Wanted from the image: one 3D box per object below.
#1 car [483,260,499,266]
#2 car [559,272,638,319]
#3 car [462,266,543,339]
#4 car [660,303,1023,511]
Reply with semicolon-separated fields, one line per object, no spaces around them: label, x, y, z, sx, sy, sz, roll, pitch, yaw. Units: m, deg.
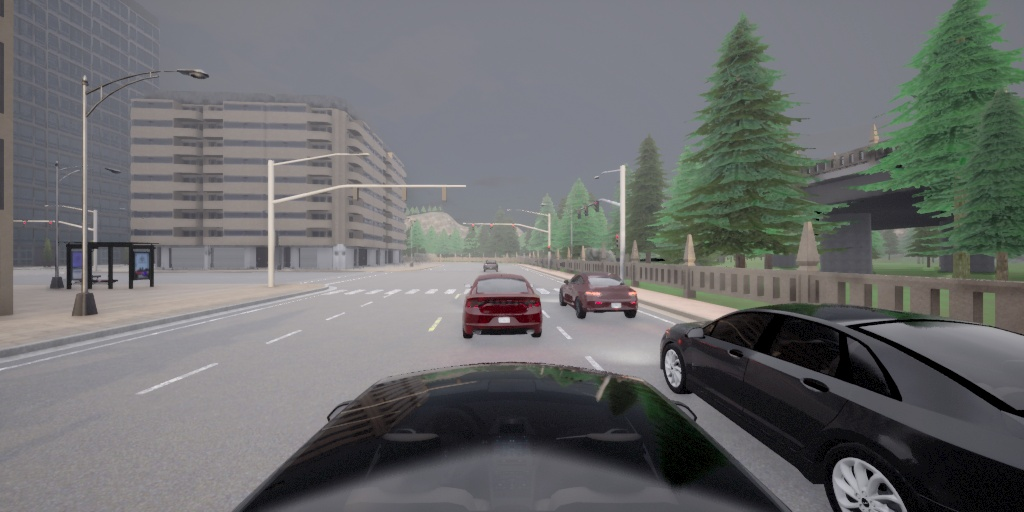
car;-2.713;1.242;45.916;2.128;1.511;4.902;0;0;-4
car;2.922;1.276;12.765;1.812;1.442;4.674;0;0;-3
car;-0.341;1.228;10.190;1.882;1.535;5.008;0;0;-4
car;3.257;1.255;3.775;1.837;1.490;4.892;0;0;0
